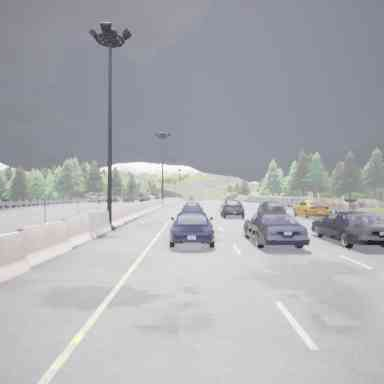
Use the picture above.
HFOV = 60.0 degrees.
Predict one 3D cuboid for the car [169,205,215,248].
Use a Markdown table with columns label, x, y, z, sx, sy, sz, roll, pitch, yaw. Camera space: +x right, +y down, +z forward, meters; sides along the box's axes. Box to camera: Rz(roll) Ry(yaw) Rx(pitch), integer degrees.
| label | x | y | z | sx | sy | sz | roll | pitch | yaw |
| --- | --- | --- | --- | --- | --- | --- | --- | --- | --- |
| car | 0.000 | 1.535 | 14.652 | 1.812 | 1.442 | 4.674 | 0 | 0 | 0 |

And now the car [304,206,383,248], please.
| label | x | y | z | sx | sy | sz | roll | pitch | yaw |
| --- | --- | --- | --- | --- | --- | --- | --- | --- | --- |
| car | 7.000 | 1.565 | 14.652 | 2.033 | 1.411 | 5.357 | 0 | 0 | 0 |

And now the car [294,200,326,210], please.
| label | x | y | z | sx | sy | sz | roll | pitch | yaw |
| --- | --- | --- | --- | --- | --- | --- | --- | --- | --- |
| car | 10.533 | 1.492 | 29.611 | 1.882 | 1.535 | 5.008 | 0 | 0 | 0 |

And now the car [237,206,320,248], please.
| label | x | y | z | sx | sy | sz | roll | pitch | yaw |
| --- | --- | --- | --- | --- | --- | --- | --- | --- | --- |
| car | 3.500 | 1.565 | 14.652 | 2.033 | 1.411 | 5.357 | 0 | 0 | 0 |

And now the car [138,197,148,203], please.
| label | x | y | z | sx | sy | sz | roll | pitch | yaw |
| --- | --- | --- | --- | --- | --- | --- | --- | --- | --- |
| car | -10.352 | 1.601 | 71.951 | 1.882 | 1.535 | 5.008 | 0 | -1 | 0 |

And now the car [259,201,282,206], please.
| label | x | y | z | sx | sy | sz | roll | pitch | yaw |
| --- | --- | --- | --- | --- | --- | --- | --- | --- | --- |
| car | 7.033 | 1.540 | 29.621 | 1.812 | 1.442 | 4.674 | 0 | 0 | 0 |

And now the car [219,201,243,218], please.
| label | x | y | z | sx | sy | sz | roll | pitch | yaw |
| --- | --- | --- | --- | --- | --- | --- | --- | --- | --- |
| car | 3.533 | 1.502 | 29.631 | 2.128 | 1.511 | 4.902 | 0 | 0 | 0 |

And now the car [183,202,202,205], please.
| label | x | y | z | sx | sy | sz | roll | pitch | yaw |
| --- | --- | --- | --- | --- | --- | --- | --- | --- | --- |
| car | 0.033 | 1.580 | 29.640 | 1.994 | 1.385 | 4.181 | 0 | 0 | 0 |
